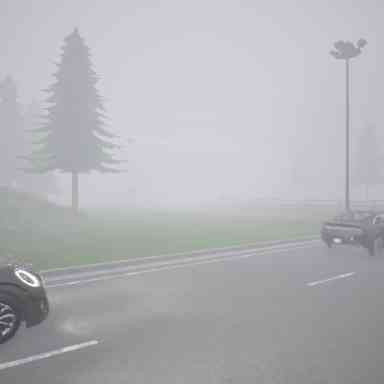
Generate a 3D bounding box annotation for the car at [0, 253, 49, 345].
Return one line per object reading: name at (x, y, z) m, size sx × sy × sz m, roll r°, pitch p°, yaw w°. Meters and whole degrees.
car at (-4.570, 1.351, 4.784) m, size 4.553 × 1.767 × 2.097 m, roll 0°, pitch 0°, yaw -36°

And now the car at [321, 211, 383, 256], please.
car at (7.077, 1.491, 13.091) m, size 4.902 × 1.511 × 2.128 m, roll 0°, pitch 0°, yaw -35°
